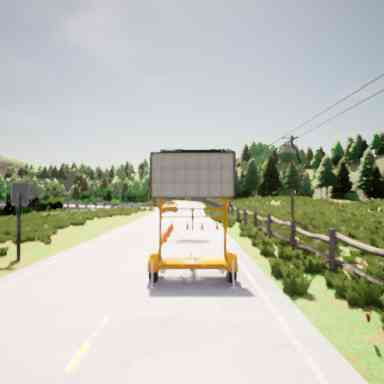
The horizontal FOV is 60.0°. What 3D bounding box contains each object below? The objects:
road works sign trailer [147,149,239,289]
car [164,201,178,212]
[{"bbox_3d":[0.020,0.587,9.505,2.380,3.560,2.880,0,-1,0],"label":"road works sign trailer"},{"bbox_3d":[-3.066,2.104,48.881,1.882,1.535,5.008,0,-1,1],"label":"car"}]
